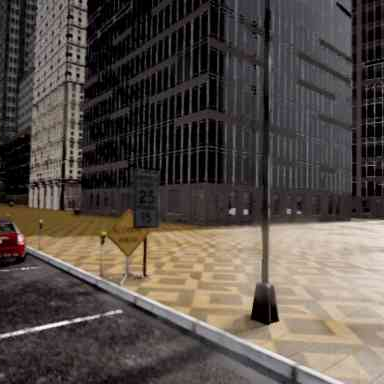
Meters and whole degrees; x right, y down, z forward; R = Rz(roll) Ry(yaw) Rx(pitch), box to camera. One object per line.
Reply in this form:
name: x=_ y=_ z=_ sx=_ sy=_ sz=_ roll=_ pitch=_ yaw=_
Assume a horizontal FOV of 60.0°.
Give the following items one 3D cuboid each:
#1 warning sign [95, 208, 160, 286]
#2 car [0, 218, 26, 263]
warning sign: x=-1.712 y=1.377 z=8.874 sx=1.300 sy=1.860 sz=1.060 roll=2 pitch=-3 yaw=-40
car: x=-7.609 y=1.665 z=12.356 sx=1.967 sy=1.590 sz=4.097 roll=4 pitch=-3 yaw=-40
